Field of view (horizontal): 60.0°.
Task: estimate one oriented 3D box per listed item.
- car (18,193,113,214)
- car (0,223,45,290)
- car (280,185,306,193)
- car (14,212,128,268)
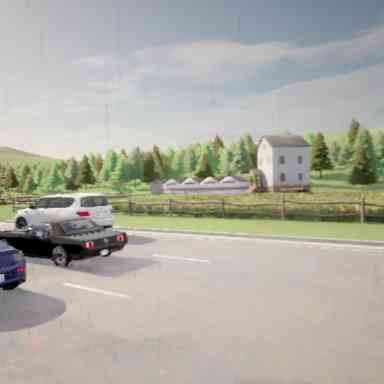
[{"bbox_3d":[-6.306,1.106,16.266,5.566,2.045,2.150,-1,1,32],"label":"car"},{"bbox_3d":[-5.682,1.541,7.605,4.674,1.442,1.812,-1,1,32],"label":"car"},{"bbox_3d":[19.424,-0.463,63.895,4.605,1.855,1.932,-1,1,32],"label":"car"},{"bbox_3d":[-4.461,1.523,10.976,4.718,1.301,1.895,-1,1,32],"label":"car"}]
